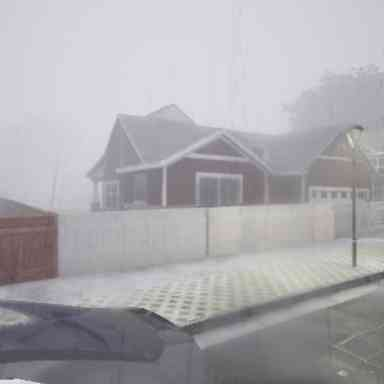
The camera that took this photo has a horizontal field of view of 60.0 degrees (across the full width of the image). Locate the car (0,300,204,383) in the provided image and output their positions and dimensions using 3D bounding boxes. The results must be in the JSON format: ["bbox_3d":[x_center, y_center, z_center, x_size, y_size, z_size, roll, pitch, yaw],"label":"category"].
[{"bbox_3d":[-2.095,1.492,1.506,4.902,1.511,2.128,0,0,-35],"label":"car"}]
